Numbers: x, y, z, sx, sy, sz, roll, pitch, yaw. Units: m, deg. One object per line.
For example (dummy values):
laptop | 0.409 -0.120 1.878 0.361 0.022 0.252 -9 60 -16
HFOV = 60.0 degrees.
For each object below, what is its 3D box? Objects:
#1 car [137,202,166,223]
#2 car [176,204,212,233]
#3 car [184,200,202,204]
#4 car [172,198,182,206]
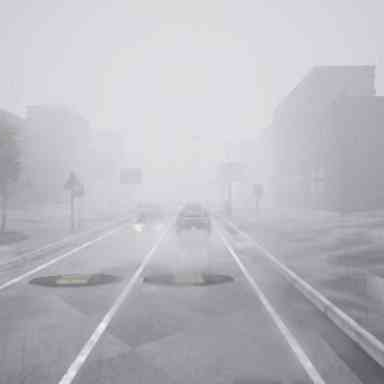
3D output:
car | -3.087 1.529 25.948 1.837 1.490 4.892 0 0 0
car | 0.109 1.605 19.477 1.895 1.301 4.718 0 0 0
car | 0.113 1.659 37.729 1.882 1.535 5.008 0 -1 0
car | -2.982 2.008 67.202 2.128 1.511 4.902 0 0 0
